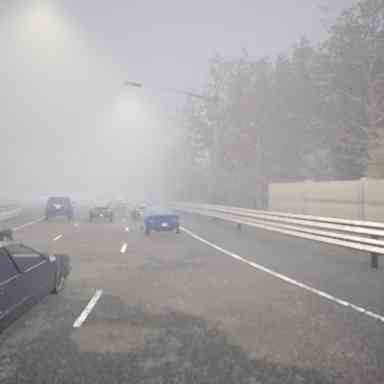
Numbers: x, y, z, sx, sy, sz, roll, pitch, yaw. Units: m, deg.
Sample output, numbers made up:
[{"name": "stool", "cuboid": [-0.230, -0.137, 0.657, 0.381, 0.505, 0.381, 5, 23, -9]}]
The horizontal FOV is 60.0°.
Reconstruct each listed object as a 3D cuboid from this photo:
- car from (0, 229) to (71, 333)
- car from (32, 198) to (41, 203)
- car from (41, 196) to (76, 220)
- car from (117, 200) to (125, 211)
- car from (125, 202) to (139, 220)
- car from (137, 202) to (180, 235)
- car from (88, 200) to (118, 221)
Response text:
[{"name": "car", "cuboid": [-3.747, 1.584, 5.780, 2.033, 1.411, 5.357, 0, 0, -4]}, {"name": "car", "cuboid": [-38.171, 2.079, 83.310, 4.718, 1.301, 1.895, 0, 0, 42]}, {"name": "car", "cuboid": [-11.847, 1.393, 30.052, 2.150, 2.045, 5.566, 0, 0, -17]}, {"name": "car", "cuboid": [-10.305, 1.793, 45.319, 2.033, 1.411, 5.357, 0, 0, -24]}, {"name": "car", "cuboid": [-4.475, 1.648, 29.588, 2.128, 1.511, 4.902, 0, 0, -16]}, {"name": "car", "cuboid": [-2.006, 1.581, 19.848, 1.882, 1.535, 5.008, 0, 0, -13]}, {"name": "car", "cuboid": [-7.764, 1.648, 28.415, 2.128, 1.511, 4.902, 0, 0, -16]}]
